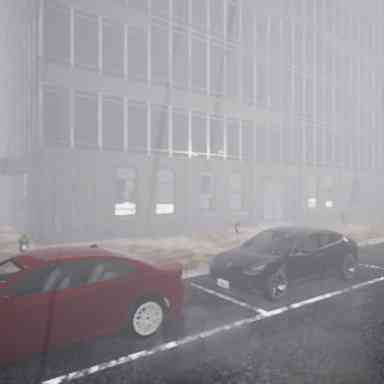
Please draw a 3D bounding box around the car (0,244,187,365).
[{"bbox_3d":[-2.198,1.544,4.989,4.507,1.381,1.887,0,0,-36],"label":"car"}]

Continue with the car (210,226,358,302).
[{"bbox_3d":[2.435,1.559,8.296,4.313,1.339,1.947,0,0,-36],"label":"car"}]
